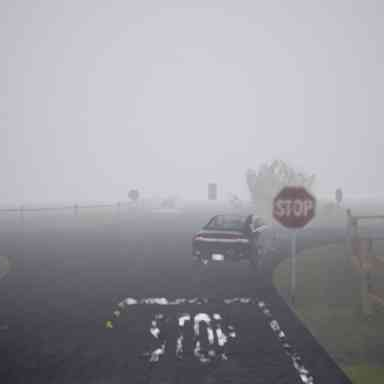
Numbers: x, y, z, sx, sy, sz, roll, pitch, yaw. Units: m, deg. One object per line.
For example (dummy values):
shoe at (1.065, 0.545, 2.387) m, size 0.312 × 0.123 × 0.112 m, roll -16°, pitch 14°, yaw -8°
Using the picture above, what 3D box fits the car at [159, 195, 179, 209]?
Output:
car at (-2.889, 1.409, 41.164) m, size 1.994 × 1.385 × 4.181 m, roll 0°, pitch 0°, yaw -1°

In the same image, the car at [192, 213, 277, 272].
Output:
car at (1.531, 1.435, 10.815) m, size 2.128 × 1.511 × 4.902 m, roll -1°, pitch 0°, yaw 21°

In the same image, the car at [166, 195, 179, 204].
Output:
car at (-3.250, 1.286, 57.216) m, size 2.128 × 1.511 × 4.902 m, roll 0°, pitch 0°, yaw -2°
